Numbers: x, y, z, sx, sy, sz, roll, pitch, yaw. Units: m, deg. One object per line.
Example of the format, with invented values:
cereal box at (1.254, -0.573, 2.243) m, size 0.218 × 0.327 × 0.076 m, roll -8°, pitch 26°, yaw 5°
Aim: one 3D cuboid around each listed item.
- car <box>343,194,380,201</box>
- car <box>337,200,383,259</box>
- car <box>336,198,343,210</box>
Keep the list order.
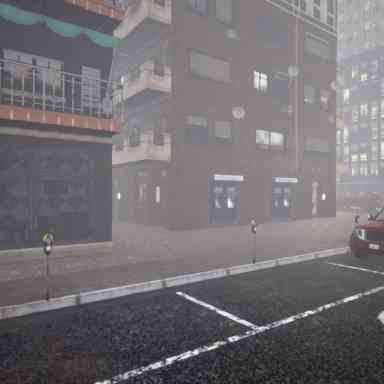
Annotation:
car at (19.367, 1.112, 38.952) m, size 2.192 × 1.841 × 5.009 m, roll 1°, pitch 0°, yaw -36°
car at (7.506, 1.318, 11.424) m, size 5.009 × 1.841 × 2.192 m, roll 0°, pitch 0°, yaw -35°
car at (12.752, 1.333, 34.202) m, size 1.802 × 1.307 × 4.206 m, roll 1°, pitch 0°, yaw -36°
